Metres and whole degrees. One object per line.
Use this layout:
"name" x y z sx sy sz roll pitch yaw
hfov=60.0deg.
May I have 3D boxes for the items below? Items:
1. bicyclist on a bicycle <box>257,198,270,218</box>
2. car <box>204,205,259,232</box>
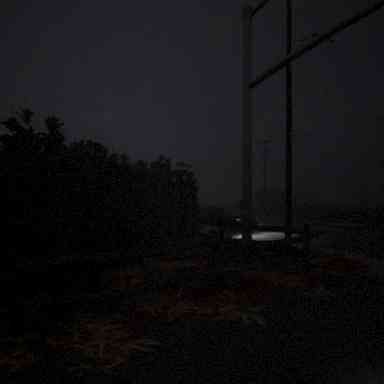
"bicyclist on a bicycle" 6.073 1.364 28.113 1.656 1.620 0.582 0 0 -36
"car" 2.064 1.567 20.831 1.812 1.442 4.674 0 0 -36
